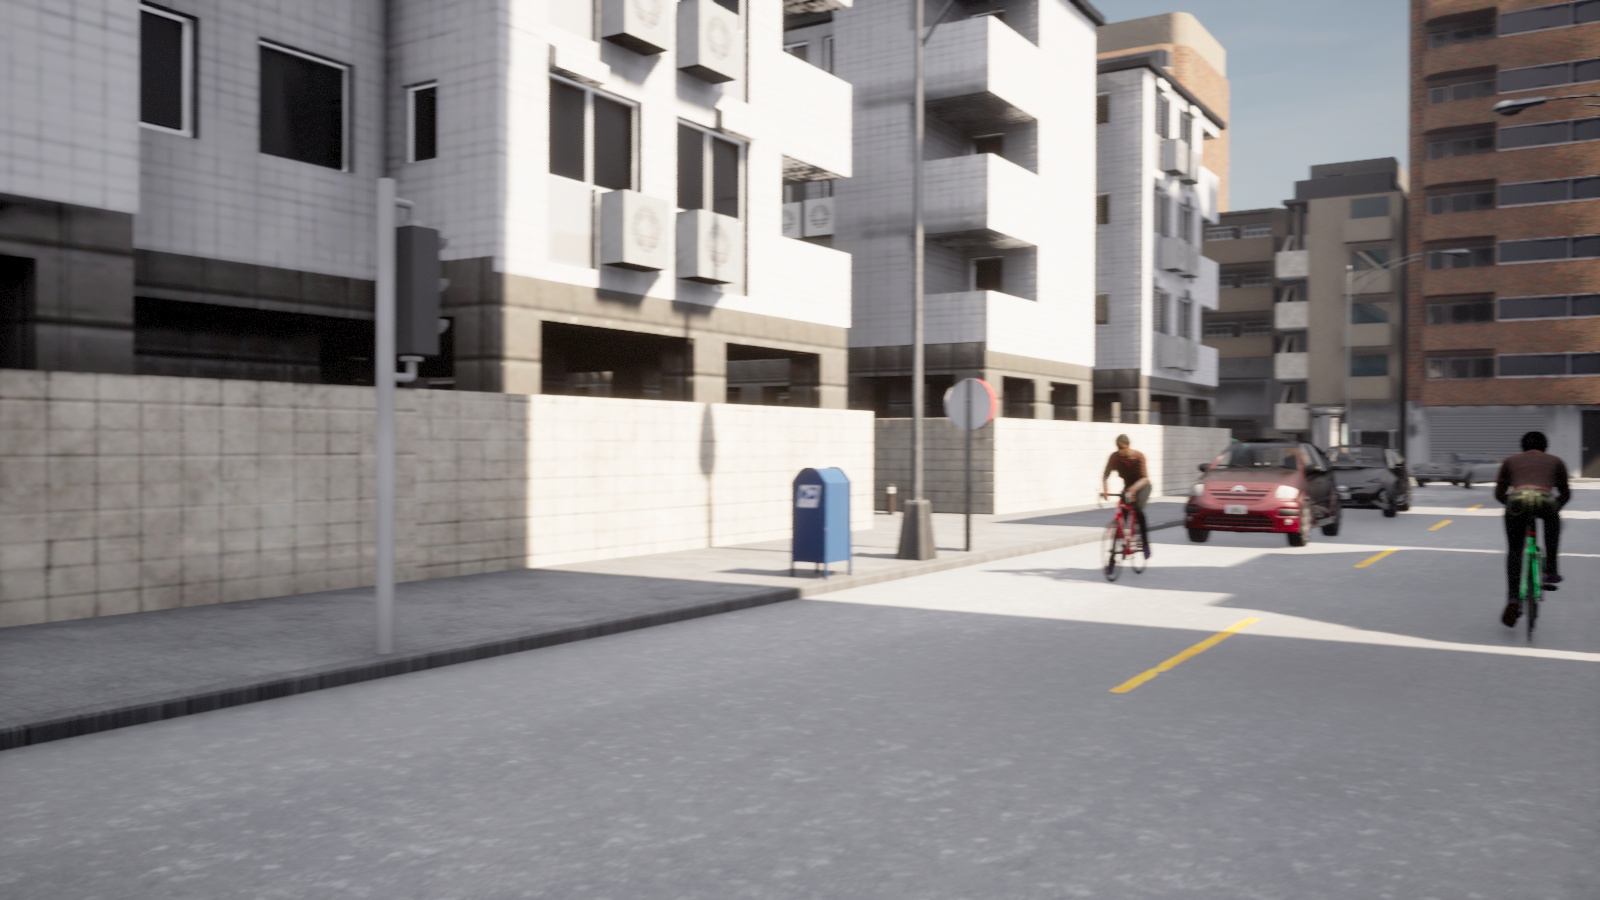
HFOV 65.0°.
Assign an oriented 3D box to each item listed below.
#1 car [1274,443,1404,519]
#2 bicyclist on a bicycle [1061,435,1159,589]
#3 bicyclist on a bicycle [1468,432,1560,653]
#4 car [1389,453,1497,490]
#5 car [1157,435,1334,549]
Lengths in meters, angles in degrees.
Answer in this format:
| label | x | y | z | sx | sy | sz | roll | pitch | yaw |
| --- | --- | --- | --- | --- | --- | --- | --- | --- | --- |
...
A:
| label | x | y | z | sx | sy | sz | roll | pitch | yaw |
| --- | --- | --- | --- | --- | --- | --- | --- | --- | --- |
| car | 12.069 | 0.623 | 27.943 | 2.007 | 1.525 | 4.514 | 0 | 0 | 32 |
| bicyclist on a bicycle | 3.491 | 0.649 | 14.073 | 0.582 | 1.620 | 1.656 | 0 | 1 | 32 |
| bicyclist on a bicycle | 5.749 | 0.682 | 10.074 | 0.582 | 1.620 | 1.656 | 1 | 0 | 31 |
| car | 23.556 | 0.754 | 45.945 | 4.718 | 1.301 | 1.895 | 0 | 0 | -41 |
| car | 7.202 | 0.586 | 20.063 | 1.851 | 1.617 | 3.988 | 0 | 0 | 32 |
